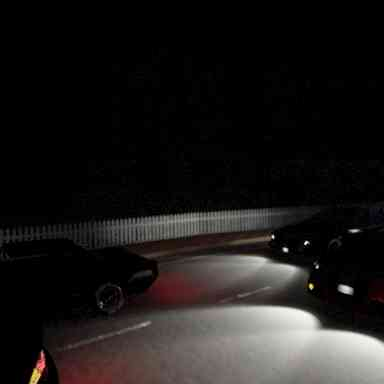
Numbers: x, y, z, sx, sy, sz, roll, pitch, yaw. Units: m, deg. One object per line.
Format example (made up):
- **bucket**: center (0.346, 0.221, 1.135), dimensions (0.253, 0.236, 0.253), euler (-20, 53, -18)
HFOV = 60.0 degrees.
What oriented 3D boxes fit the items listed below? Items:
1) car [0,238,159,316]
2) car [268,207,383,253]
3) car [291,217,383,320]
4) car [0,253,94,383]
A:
- **car**: center (-3.078, 1.587, 5.866), dimensions (4.718, 1.301, 1.895), euler (-2, 1, -34)
- **car**: center (5.117, 1.230, 10.944), dimensions (5.357, 1.411, 2.033), euler (-2, 1, -26)
- **car**: center (4.227, 1.347, 6.425), dimensions (4.181, 1.385, 1.994), euler (-2, 1, -30)
- **car**: center (-3.238, 1.555, 1.558), dimensions (4.902, 1.511, 2.128), euler (-2, 1, -35)
